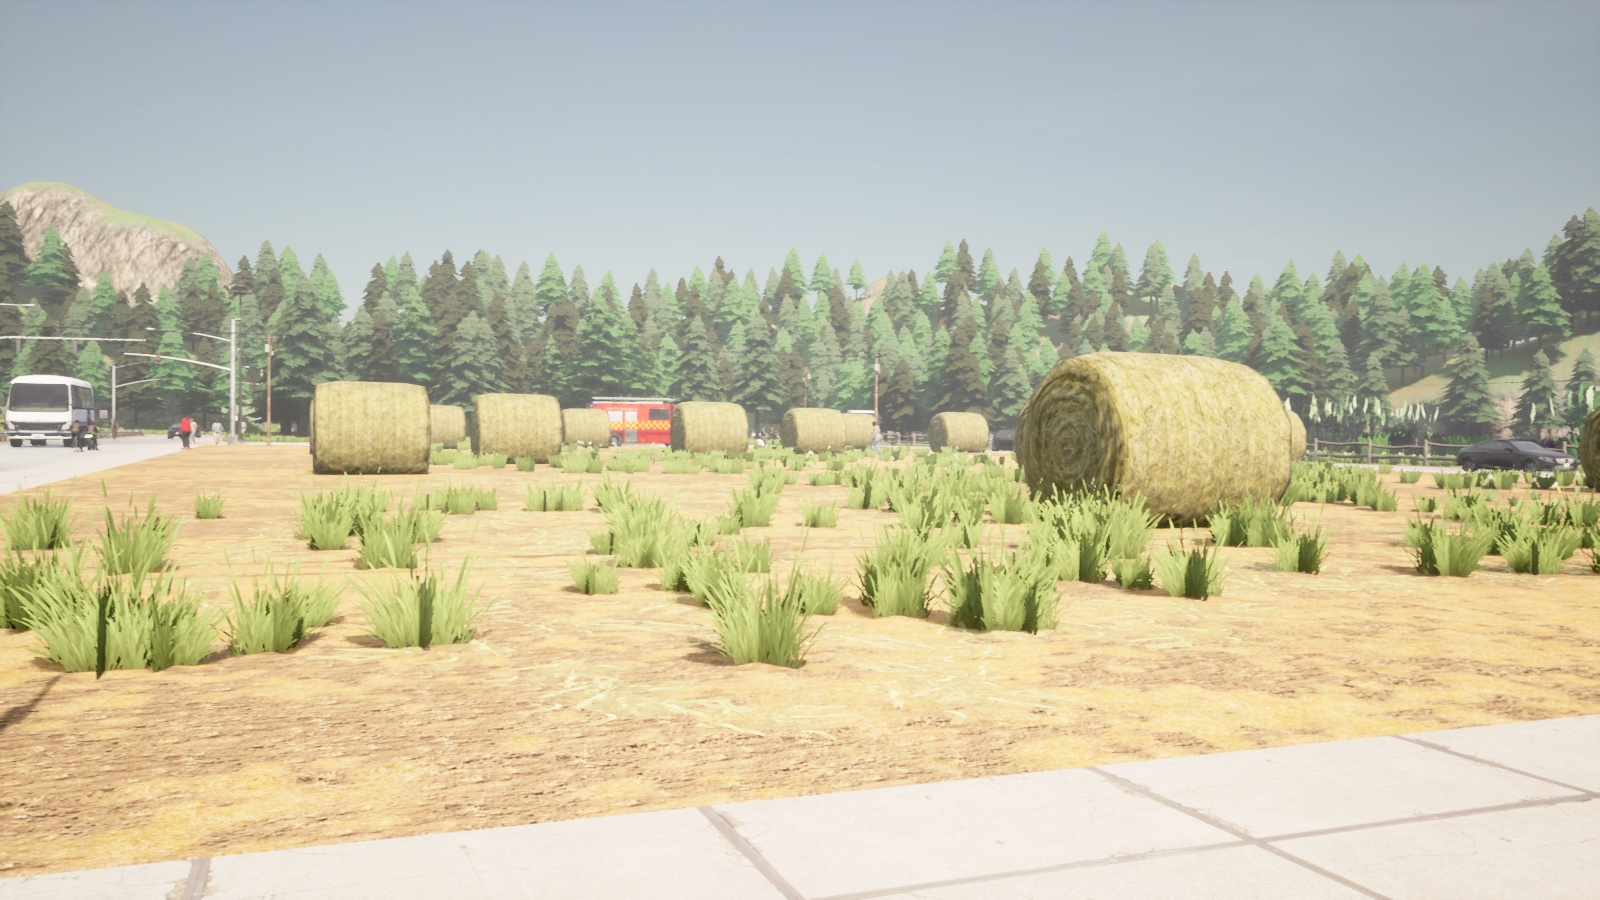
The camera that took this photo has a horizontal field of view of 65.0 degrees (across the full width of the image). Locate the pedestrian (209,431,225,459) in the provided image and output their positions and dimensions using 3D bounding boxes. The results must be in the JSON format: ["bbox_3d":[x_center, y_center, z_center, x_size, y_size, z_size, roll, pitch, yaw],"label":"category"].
[{"bbox_3d":[-38.894,-0.346,83.758,0.874,1.855,0.900,-1,1,-21],"label":"pedestrian"}]

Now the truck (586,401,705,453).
[{"bbox_3d":[-11.730,-1.795,95.414,8.468,3.827,2.891,-1,1,-21],"label":"truck"}]

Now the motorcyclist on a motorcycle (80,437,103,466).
[{"bbox_3d":[-37.805,0.071,67.022,0.797,1.523,2.044,-1,1,-22],"label":"motorcyclist on a motorcycle"}]

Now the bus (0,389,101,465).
[{"bbox_3d":[-45.111,-1.340,75.642,3.944,4.253,10.273,-1,1,-22],"label":"bus"}]

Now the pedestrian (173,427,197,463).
[{"bbox_3d":[-31.801,-0.276,64.925,0.899,1.844,0.634,0,1,26],"label":"pedestrian"}]

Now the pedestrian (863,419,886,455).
[{"bbox_3d":[3.817,-0.670,64.371,0.900,1.855,0.874,0,1,22],"label":"pedestrian"}]

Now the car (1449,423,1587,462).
[{"bbox_3d":[28.063,-0.325,49.253,1.812,1.442,4.674,-1,1,-18],"label":"car"}]

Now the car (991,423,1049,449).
[{"bbox_3d":[15.320,-0.981,87.789,2.097,1.767,4.553,-1,1,-18],"label":"car"}]
